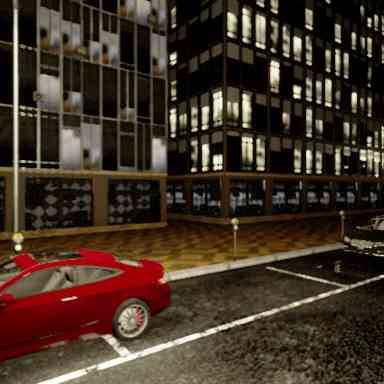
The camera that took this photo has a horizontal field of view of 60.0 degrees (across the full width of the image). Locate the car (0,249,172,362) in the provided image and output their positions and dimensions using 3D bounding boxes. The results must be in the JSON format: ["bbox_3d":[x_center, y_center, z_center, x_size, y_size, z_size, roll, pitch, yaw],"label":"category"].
[{"bbox_3d":[-2.282,1.576,4.927,4.206,1.307,1.802,0,1,-35],"label":"car"}]

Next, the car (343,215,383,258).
[{"bbox_3d":[6.995,1.470,11.529,4.403,1.369,2.008,0,1,-35],"label":"car"}]
